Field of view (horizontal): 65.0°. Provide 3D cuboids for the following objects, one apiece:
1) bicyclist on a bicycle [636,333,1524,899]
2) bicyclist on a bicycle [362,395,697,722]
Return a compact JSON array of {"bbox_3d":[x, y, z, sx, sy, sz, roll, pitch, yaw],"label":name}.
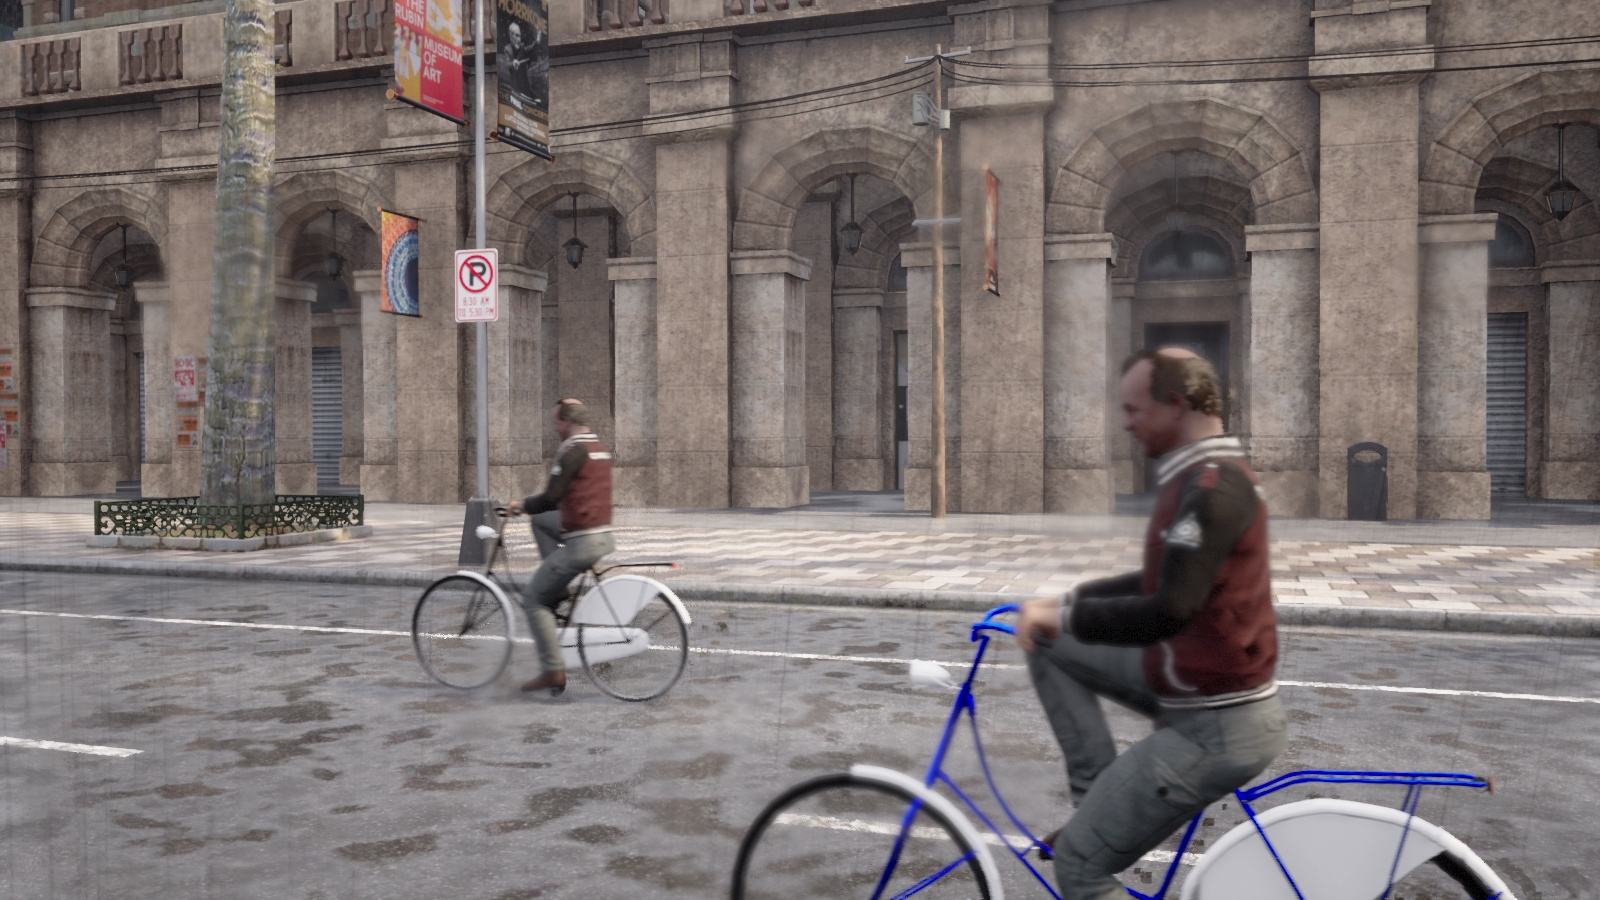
[{"bbox_3d":[0.592,0.651,2.993,1.843,1.776,0.659,1,1,19],"label":"bicyclist on a bicycle"},{"bbox_3d":[-1.596,0.572,7.411,1.843,1.776,0.659,1,1,18],"label":"bicyclist on a bicycle"}]
